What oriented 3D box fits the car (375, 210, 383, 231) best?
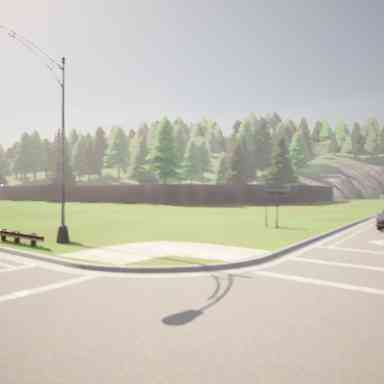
[{"bbox_3d":[12.352,1.539,19.959,2.033,1.411,5.357,0,0,36],"label":"car"}]
